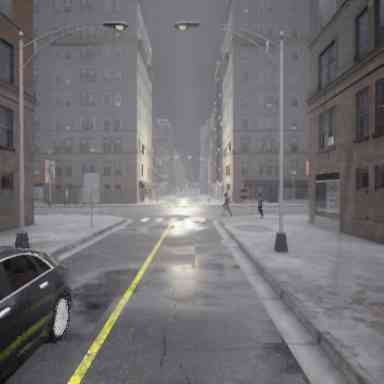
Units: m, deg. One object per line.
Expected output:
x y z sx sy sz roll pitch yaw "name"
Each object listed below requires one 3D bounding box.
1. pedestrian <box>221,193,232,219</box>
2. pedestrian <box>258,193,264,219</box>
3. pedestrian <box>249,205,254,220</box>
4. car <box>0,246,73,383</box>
2.475 0.953 23.737 0.375 1.860 0.375 0 1 0 "pedestrian"
4.790 0.958 23.135 0.375 1.860 0.375 0 1 0 "pedestrian"
4.088 1.342 22.539 0.500 1.100 0.500 0 1 0 "pedestrian"
-2.844 1.475 3.545 1.837 1.490 4.892 0 0 0 "car"
